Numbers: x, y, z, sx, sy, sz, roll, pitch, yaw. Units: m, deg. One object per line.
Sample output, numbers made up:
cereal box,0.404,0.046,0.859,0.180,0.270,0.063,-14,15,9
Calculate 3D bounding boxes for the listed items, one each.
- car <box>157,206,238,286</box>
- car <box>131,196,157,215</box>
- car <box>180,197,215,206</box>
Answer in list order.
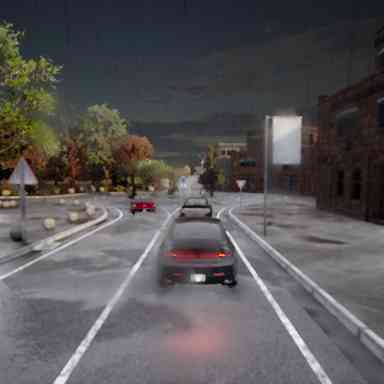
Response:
car,0.127,1.419,9.190,1.837,1.490,4.892,0,2,0
car,-3.800,0.984,26.196,1.895,1.301,4.718,0,2,-10
car,0.307,1.068,20.061,2.128,1.511,4.902,0,2,3
